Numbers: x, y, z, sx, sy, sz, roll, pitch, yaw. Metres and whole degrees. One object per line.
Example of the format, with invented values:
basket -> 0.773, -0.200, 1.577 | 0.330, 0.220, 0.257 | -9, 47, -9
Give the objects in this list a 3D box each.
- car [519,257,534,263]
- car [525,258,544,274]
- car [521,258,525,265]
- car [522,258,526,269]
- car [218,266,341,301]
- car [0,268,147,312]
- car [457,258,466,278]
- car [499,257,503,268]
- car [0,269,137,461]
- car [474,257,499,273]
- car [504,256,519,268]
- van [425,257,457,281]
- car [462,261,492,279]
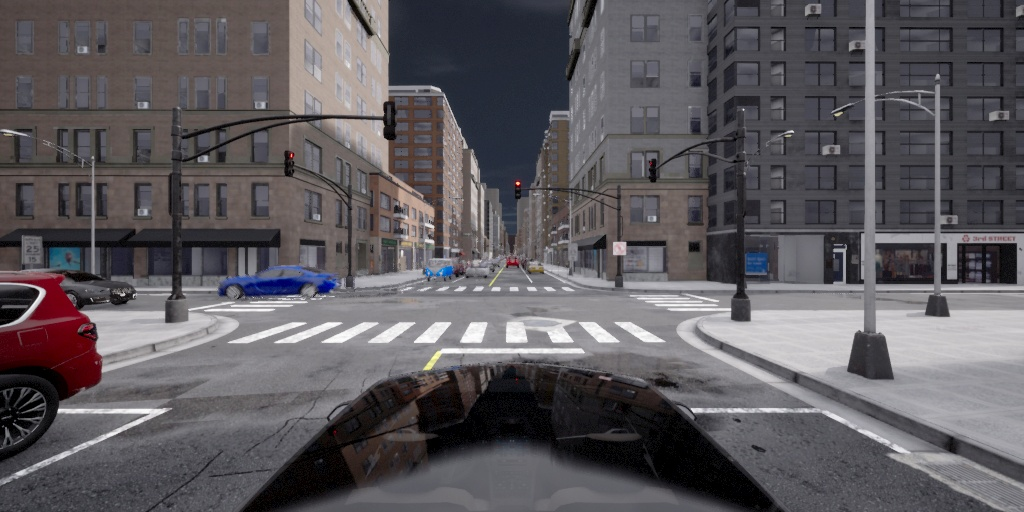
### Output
car -> 2.689, 1.058, 57.096 | 2.192, 1.841, 5.009 | 0, 0, 0
car -> 2.682, 1.272, 40.483 | 1.751, 1.417, 4.829 | 0, 0, 0
car -> 2.687, 1.310, 51.502 | 1.948, 1.339, 4.313 | 0, 0, 0
car -> 2.685, 1.296, 45.908 | 2.007, 1.370, 4.403 | 0, 0, 0
car -> -10.964, 1.230, 17.135 | 5.008, 1.535, 1.882 | 0, 1, -11
car -> -17.571, 1.265, 13.872 | 4.892, 1.490, 1.837 | 0, 0, -2
car -> -5.846, 1.062, 34.697 | 2.192, 1.841, 5.009 | 0, 0, 0
car -> -2.998, 1.250, 61.653 | 1.837, 1.490, 4.892 | 0, -1, 0
car -> -5.858, 1.065, 2.153 | 2.192, 1.841, 5.009 | 0, 0, 0
car -> -3.078, 1.236, 44.674 | 2.128, 1.511, 4.902 | 0, 0, 0
car -> 0.121, 0.964, 60.989 | 2.150, 2.045, 5.566 | 0, 0, 0
van -> -5.848, 1.088, 29.101 | 1.690, 1.789, 3.998 | 0, 0, 0
car -> -3.089, 1.348, 32.544 | 1.895, 1.301, 4.718 | 0, 0, 0
